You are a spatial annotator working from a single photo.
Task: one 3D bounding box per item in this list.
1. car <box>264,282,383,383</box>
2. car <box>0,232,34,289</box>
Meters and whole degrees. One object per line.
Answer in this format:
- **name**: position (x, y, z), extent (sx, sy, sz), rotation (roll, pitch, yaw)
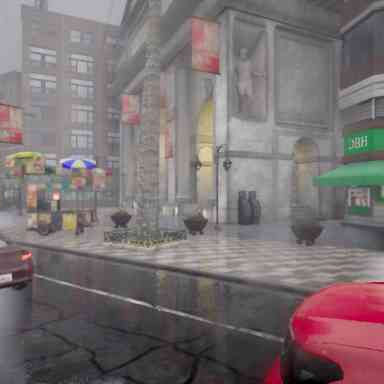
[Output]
- **car**: position (3.176, 1.220, 1.622), extent (5.566, 2.045, 2.150), rotation (0, 0, 36)
- **car**: position (-5.544, 1.526, 7.821), extent (4.674, 1.442, 1.812), rotation (0, 0, 35)
